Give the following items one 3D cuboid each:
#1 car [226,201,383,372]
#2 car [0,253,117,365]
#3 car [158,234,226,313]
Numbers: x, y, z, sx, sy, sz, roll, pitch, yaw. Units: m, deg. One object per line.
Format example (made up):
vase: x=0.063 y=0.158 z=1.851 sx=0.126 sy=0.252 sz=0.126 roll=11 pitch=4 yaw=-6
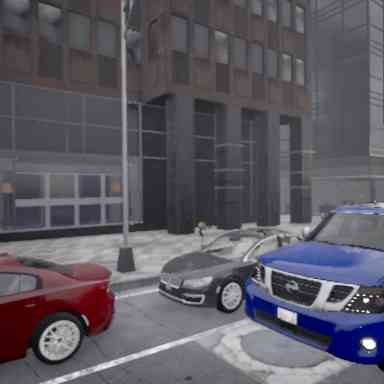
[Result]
car: x=3.460 y=1.210 z=5.826 sx=5.566 sy=2.045 sz=2.150 roll=0 pitch=0 yaw=-35
car: x=-3.239 y=1.545 z=4.232 sx=4.507 sy=1.381 sz=1.887 roll=0 pitch=-1 yaw=-35
car: x=1.341 y=1.541 z=7.496 sx=4.403 sy=1.369 sz=2.008 roll=0 pitch=-1 yaw=-35
